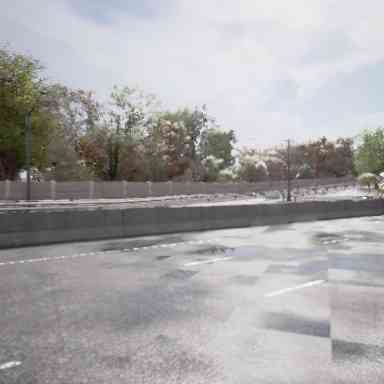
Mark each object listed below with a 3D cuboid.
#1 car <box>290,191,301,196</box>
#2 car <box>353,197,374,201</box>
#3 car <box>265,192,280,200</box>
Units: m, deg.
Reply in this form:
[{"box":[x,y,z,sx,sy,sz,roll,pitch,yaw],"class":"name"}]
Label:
[{"box":[23.945,0.368,77.574,1.994,1.385,4.181,0,2,33],"class":"car"},{"box":[27.848,1.431,53.892,4.181,1.385,1.994,0,0,-35],"class":"car"},{"box":[15.581,0.751,64.264,1.812,1.442,4.674,0,1,31],"class":"car"}]
